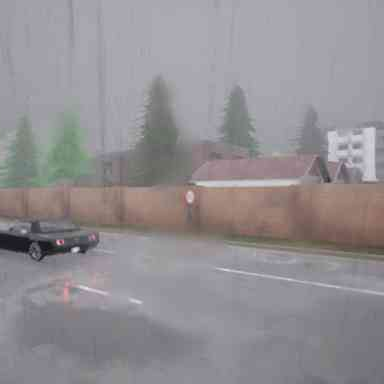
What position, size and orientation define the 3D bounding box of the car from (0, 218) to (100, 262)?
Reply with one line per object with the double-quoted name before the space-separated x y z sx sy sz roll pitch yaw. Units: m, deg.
"car" -5.625 1.611 12.242 4.718 1.301 1.895 0 0 36
